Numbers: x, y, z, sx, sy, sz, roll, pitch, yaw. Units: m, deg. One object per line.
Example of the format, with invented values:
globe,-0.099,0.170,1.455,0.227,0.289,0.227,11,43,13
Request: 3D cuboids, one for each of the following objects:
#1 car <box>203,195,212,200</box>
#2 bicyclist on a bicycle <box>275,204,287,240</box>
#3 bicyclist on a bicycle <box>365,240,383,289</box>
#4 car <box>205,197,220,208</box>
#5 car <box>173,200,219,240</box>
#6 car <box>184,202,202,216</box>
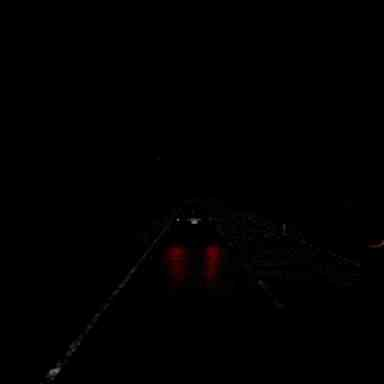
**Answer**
car,3.570,1.735,73.596,2.150,2.045,5.566,0,0,0
bicyclist on a bicycle,4.481,1.487,16.886,0.659,1.776,1.843,0,0,0
bicyclist on a bicycle,4.447,1.489,7.461,0.866,1.612,1.509,0,0,0
car,3.651,1.947,55.433,1.994,1.385,4.181,0,0,0
car,0.115,1.475,17.850,2.097,1.767,4.553,0,0,0
car,0.133,1.858,37.342,1.895,1.301,4.718,0,0,0
